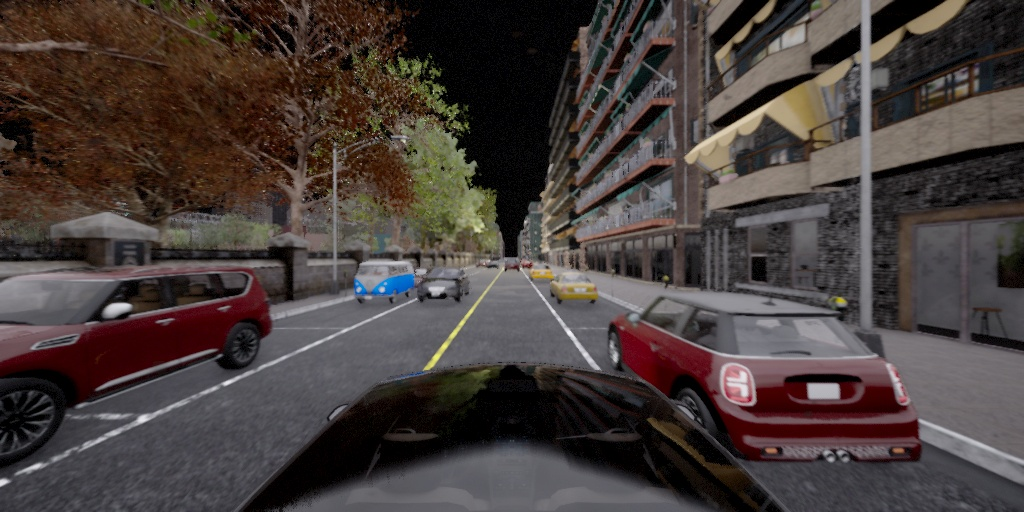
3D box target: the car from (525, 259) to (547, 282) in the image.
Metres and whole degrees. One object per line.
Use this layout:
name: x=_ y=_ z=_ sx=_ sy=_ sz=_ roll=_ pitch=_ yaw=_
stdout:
car: x=2.356 y=1.278 z=30.139 sx=1.801 sy=1.575 sz=5.366 roll=0 pitch=0 yaw=0

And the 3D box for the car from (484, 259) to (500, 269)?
car: x=-3.034 y=1.508 z=58.301 sx=1.895 sy=1.301 sz=4.718 roll=0 pitch=0 yaw=1

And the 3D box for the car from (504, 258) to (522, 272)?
car: x=0.018 y=1.232 z=50.325 sx=2.097 sy=1.767 sz=4.553 roll=0 pitch=0 yaw=0

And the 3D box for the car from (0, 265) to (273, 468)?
car: x=-5.688 y=1.071 z=5.036 sx=2.192 sy=1.841 sz=5.009 roll=0 pitch=0 yaw=0

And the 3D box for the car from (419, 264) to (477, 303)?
car: x=-3.096 y=1.277 z=17.072 sx=2.128 sy=1.511 sz=4.902 roll=0 pitch=0 yaw=0

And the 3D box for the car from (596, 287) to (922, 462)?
car: x=2.692 y=1.197 z=5.034 sx=1.967 sy=1.591 sz=4.097 roll=0 pitch=0 yaw=0

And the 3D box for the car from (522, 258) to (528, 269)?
car: x=2.704 y=1.464 z=61.337 sx=1.888 sy=1.381 sz=4.507 roll=0 pitch=0 yaw=0

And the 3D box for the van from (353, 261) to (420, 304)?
van: x=-5.686 y=1.124 z=16.296 sx=1.690 sy=1.789 sz=3.998 roll=0 pitch=0 yaw=0

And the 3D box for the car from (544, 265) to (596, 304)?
car: x=2.695 y=1.309 z=16.465 sx=1.751 sy=1.417 sz=4.829 roll=0 pitch=0 yaw=0
